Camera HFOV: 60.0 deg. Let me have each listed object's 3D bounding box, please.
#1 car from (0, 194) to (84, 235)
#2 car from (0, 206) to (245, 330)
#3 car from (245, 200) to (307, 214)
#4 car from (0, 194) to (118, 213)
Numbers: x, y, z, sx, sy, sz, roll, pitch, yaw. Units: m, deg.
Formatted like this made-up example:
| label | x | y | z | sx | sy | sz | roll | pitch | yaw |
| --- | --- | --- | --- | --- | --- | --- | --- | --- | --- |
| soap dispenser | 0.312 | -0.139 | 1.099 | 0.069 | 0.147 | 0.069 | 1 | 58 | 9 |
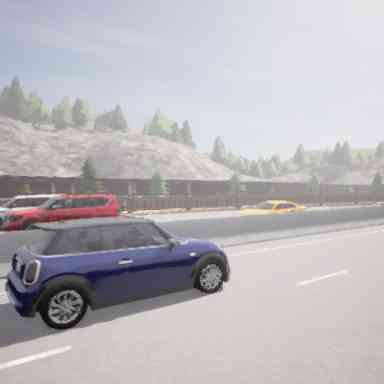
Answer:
| label | x | y | z | sx | sy | sz | roll | pitch | yaw |
| --- | --- | --- | --- | --- | --- | --- | --- | --- | --- |
| car | -9.278 | 1.181 | 18.866 | 5.566 | 2.045 | 2.150 | -1 | 1 | -35 |
| car | -1.321 | 1.316 | 7.106 | 4.553 | 1.767 | 2.097 | -1 | 1 | -36 |
| car | 4.953 | 1.283 | 20.284 | 5.008 | 1.535 | 1.882 | -1 | 0 | -34 |
| car | -6.298 | 1.167 | 16.692 | 5.566 | 2.045 | 2.150 | -1 | 1 | -35 |
